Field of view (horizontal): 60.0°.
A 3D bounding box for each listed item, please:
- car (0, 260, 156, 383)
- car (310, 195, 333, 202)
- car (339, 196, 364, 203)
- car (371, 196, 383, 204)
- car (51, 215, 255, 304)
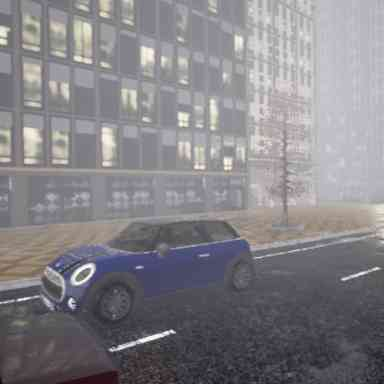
[{"bbox_3d":[-2.964,1.556,1.615,5.357,1.411,2.033,0,0,-35],"label":"car"},{"bbox_3d":[24.471,1.285,62.826,1.947,1.339,4.313,-1,1,-38],"label":"car"},{"bbox_3d":[27.918,1.338,58.307,1.802,1.307,4.206,-1,1,-38],"label":"car"},{"bbox_3d":[31.399,1.359,53.811,1.947,1.339,4.313,-1,1,-38],"label":"car"},{"bbox_3d":[-0.771,1.358,7.254,4.553,1.767,2.097,0,0,-37],"label":"car"}]
